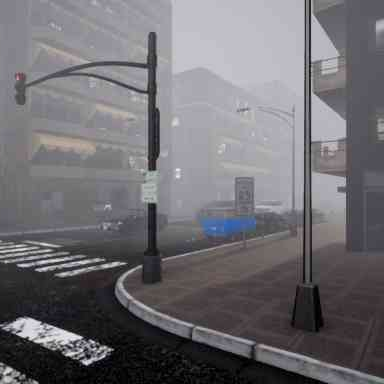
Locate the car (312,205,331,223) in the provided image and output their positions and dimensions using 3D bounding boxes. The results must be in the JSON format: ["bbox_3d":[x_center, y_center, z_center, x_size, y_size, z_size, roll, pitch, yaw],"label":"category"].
[{"bbox_3d":[11.697,2.233,32.443,2.008,1.369,4.403,-1,-2,35],"label":"car"}]

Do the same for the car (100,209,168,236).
[{"bbox_3d":[-3.520,1.815,20.963,2.128,1.511,4.902,0,-1,35],"label":"car"}]

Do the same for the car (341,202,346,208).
[{"bbox_3d":[40.091,3.376,86.754,1.752,1.417,4.829,-1,-2,35],"label":"car"}]

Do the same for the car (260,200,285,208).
[{"bbox_3d":[8.922,1.957,38.425,2.150,2.045,5.566,0,-1,36],"label":"car"}]

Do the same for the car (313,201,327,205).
[{"bbox_3d":[24.131,2.890,64.320,1.802,1.307,4.206,-1,-2,35],"label":"car"}]

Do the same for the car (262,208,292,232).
[{"bbox_3d":[5.275,2.035,23.416,1.947,1.339,4.313,-1,-2,35],"label":"car"}]

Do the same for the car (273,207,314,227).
[{"bbox_3d":[8.485,2.158,27.929,1.802,1.307,4.206,-1,-2,35],"label":"car"}]

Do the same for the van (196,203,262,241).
[{"bbox_3d":[2.200,1.704,18.809,1.690,1.788,3.998,-1,-2,35],"label":"van"}]

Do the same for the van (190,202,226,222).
[{"bbox_3d":[1.653,1.903,32.731,1.690,1.788,3.998,-1,-2,35],"label":"van"}]

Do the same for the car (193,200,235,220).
[{"bbox_3d":[2.619,1.749,29.574,2.150,2.045,5.566,0,-1,37],"label":"car"}]

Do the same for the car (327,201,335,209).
[{"bbox_3d":[27.342,2.729,68.840,2.192,1.841,5.009,-1,-2,35],"label":"car"}]
